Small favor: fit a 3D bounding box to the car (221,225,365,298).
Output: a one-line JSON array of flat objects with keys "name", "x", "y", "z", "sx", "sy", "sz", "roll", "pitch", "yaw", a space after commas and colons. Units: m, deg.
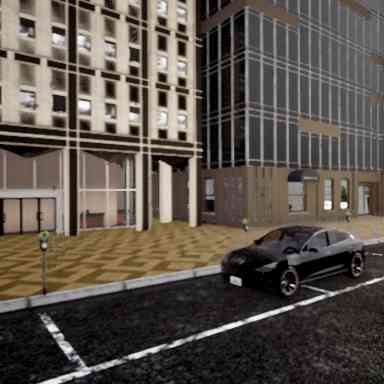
[{"name": "car", "x": 2.731, "y": 1.561, "z": 8.518, "sx": 4.313, "sy": 1.339, "sz": 1.947, "roll": 0, "pitch": 0, "yaw": -36}]
